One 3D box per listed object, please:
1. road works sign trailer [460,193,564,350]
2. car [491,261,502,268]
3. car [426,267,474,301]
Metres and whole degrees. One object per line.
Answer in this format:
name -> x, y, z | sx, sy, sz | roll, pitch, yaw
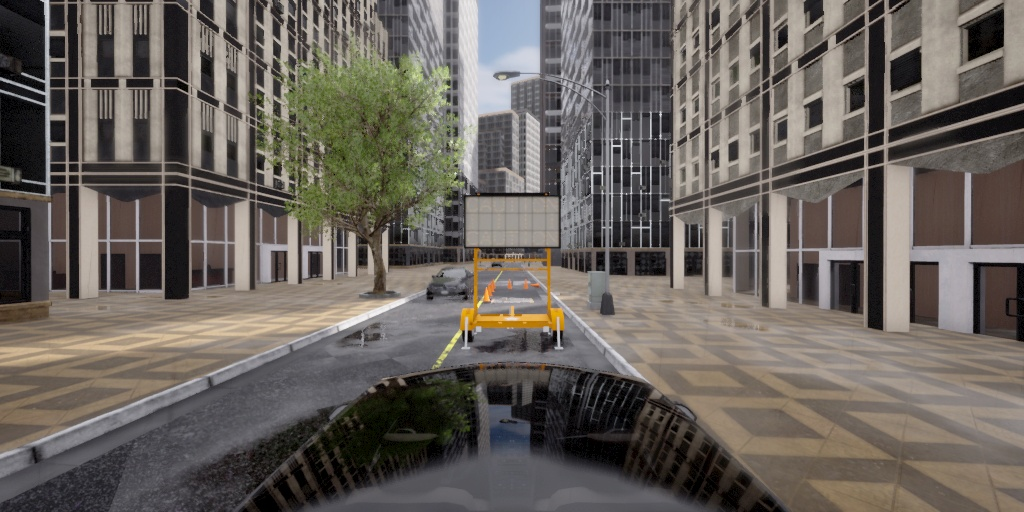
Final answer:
road works sign trailer -> 0.010, 0.214, 9.080 | 2.380, 3.560, 2.880 | 0, 0, 0
car -> -2.670, 1.324, 62.635 | 1.837, 1.490, 4.892 | 0, 0, 0
car -> -2.831, 1.277, 17.436 | 1.812, 1.442, 4.674 | 0, 0, 0
